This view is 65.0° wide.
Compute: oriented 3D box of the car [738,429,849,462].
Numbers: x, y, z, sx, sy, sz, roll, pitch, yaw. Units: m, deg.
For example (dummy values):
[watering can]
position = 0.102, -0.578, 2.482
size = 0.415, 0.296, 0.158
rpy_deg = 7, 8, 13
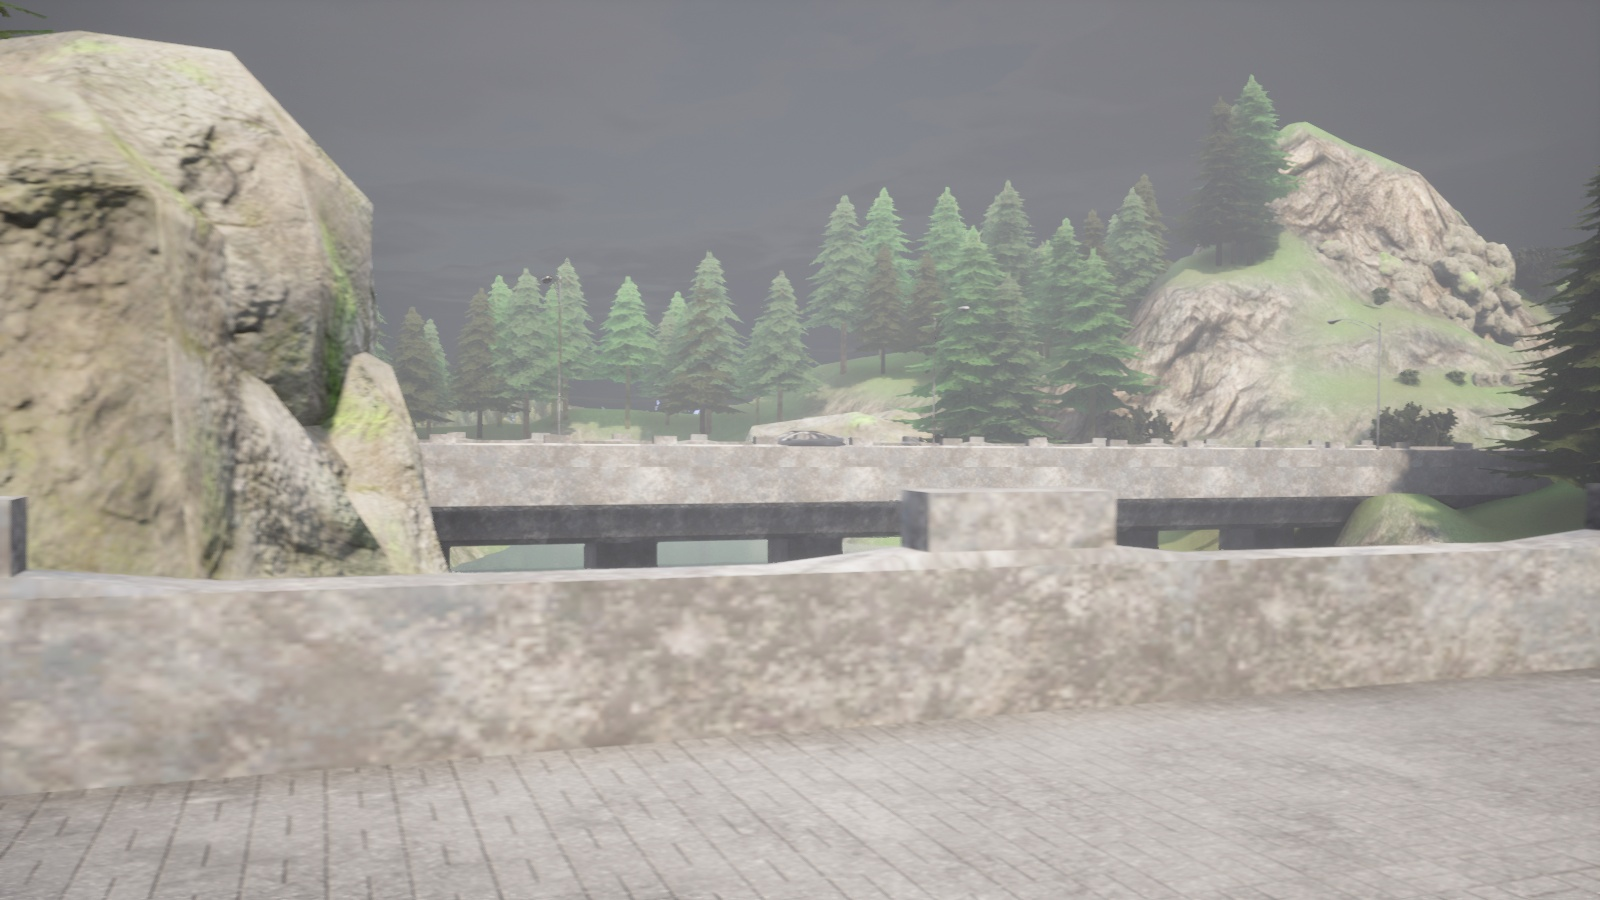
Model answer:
[car]
position = -0.325, -0.233, 60.888
size = 4.902, 1.511, 2.128
rpy_deg = -1, 1, -21
